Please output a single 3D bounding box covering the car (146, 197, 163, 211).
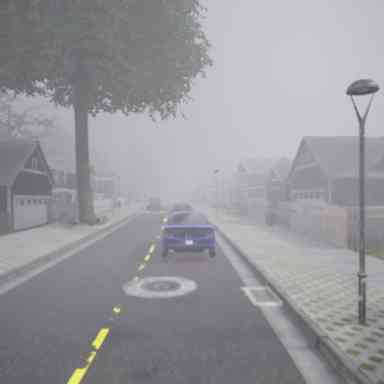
[{"bbox_3d":[-4.810,1.477,42.736,2.097,1.767,4.553,0,0,-5],"label":"car"}]

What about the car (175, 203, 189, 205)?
[{"bbox_3d":[-0.835,1.614,28.731,1.994,1.385,4.181,0,0,-3],"label":"car"}]

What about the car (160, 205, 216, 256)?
[{"bbox_3d":[-0.151,1.485,13.269,1.882,1.535,5.008,0,0,-1],"label":"car"}]
